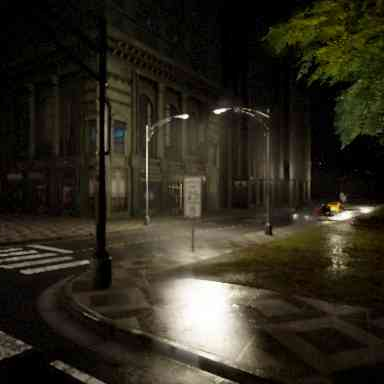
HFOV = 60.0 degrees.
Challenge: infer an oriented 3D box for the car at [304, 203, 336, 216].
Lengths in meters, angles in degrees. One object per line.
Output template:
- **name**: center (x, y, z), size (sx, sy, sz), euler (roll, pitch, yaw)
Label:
- **car**: center (16.485, 2.266, 42.689), size (2.128, 1.511, 4.902), euler (0, -1, 35)

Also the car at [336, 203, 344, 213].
- **car**: center (22.016, 2.364, 50.963), size (1.882, 1.535, 5.008), euler (0, 0, 34)

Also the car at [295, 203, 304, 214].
- **car**: center (16.272, 2.288, 47.824), size (1.882, 1.535, 5.008), euler (0, 0, 34)
